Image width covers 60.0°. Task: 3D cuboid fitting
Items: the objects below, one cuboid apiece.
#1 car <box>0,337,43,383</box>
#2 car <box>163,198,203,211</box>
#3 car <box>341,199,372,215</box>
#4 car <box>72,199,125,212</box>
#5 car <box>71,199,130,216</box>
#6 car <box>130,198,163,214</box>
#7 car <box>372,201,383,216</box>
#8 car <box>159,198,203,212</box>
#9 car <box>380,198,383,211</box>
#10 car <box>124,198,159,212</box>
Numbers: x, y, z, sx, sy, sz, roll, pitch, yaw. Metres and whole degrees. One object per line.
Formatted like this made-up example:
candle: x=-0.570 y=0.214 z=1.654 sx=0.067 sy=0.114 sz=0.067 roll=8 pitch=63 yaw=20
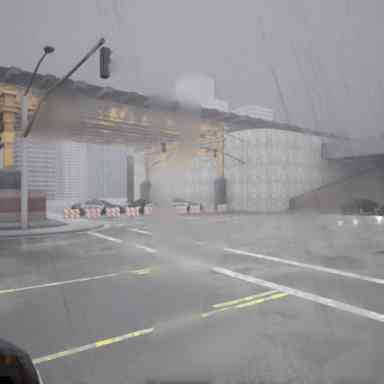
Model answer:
car: x=-3.274 y=1.492 z=1.436 sx=4.902 sy=1.511 sz=2.128 roll=0 pitch=0 yaw=-35
car: x=-1.360 y=1.294 z=38.571 sx=4.536 sy=1.218 sz=1.853 roll=0 pitch=0 yaw=-7
car: x=17.480 y=1.476 z=34.601 sx=5.008 sy=1.535 sz=1.882 roll=0 pitch=0 yaw=-37
car: x=-9.001 y=1.294 z=32.123 sx=4.536 sy=1.218 sz=1.853 roll=0 pitch=0 yaw=8
car: x=-8.949 y=1.452 z=32.116 sx=4.974 sy=1.542 sz=2.038 roll=0 pitch=0 yaw=8
car: x=-5.210 y=1.452 z=34.810 sx=2.038 sy=1.542 sz=4.974 roll=0 pitch=0 yaw=18
car: x=19.839 y=1.546 z=32.000 sx=5.357 sy=1.411 sz=2.033 roll=0 pitch=0 yaw=-37
car: x=-1.308 y=1.452 z=38.578 sx=4.974 sy=1.542 sz=2.038 roll=0 pitch=0 yaw=-7
car: x=25.006 y=1.489 z=40.283 sx=4.902 sy=1.511 sz=2.128 roll=0 pitch=0 yaw=-37
car: x=-5.195 y=1.294 z=34.859 sx=1.853 sy=1.218 sz=4.536 roll=0 pitch=0 yaw=18
